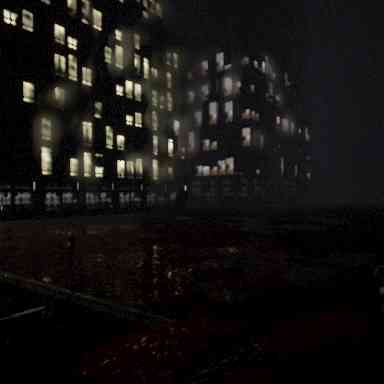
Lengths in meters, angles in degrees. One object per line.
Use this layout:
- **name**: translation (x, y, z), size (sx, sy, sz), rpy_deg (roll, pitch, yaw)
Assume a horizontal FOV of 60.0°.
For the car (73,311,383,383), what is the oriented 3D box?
- **car**: translation (1.041, 1.546, 2.150), size (4.507, 1.381, 1.887), rpy_deg (0, -1, 35)
